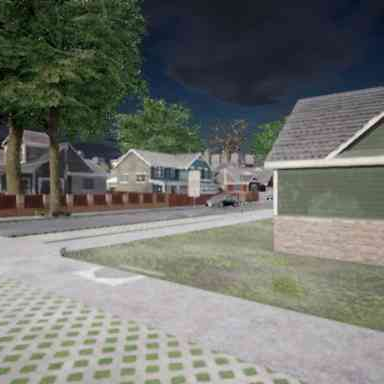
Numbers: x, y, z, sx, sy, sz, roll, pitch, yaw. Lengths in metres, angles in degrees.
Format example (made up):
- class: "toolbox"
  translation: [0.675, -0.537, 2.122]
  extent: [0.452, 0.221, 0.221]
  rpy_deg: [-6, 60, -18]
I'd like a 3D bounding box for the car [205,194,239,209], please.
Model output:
- class: "car"
  translation: [3.200, 0.999, 35.337]
  extent: [2.128, 1.511, 4.902]
  rpy_deg: [0, 0, 36]
